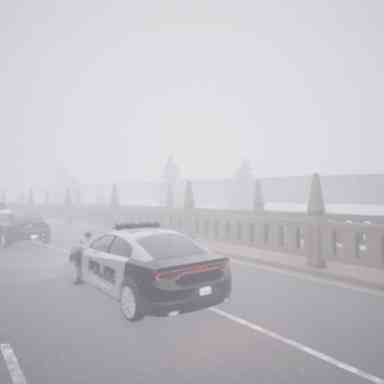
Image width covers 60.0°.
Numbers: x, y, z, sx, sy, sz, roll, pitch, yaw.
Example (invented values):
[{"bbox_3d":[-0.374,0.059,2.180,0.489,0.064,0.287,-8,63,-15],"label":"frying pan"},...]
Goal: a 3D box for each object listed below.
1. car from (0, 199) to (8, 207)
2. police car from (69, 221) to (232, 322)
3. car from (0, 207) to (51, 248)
[{"bbox_3d":[-13.119,1.479,20.681,5.566,2.045,2.150,-1,-1,43],"label":"car"},{"bbox_3d":[-1.345,1.503,7.716,1.930,1.638,5.238,0,-1,-37],"label":"police car"},{"bbox_3d":[-8.415,1.693,16.002,1.837,1.490,4.892,0,-1,-43],"label":"car"}]
